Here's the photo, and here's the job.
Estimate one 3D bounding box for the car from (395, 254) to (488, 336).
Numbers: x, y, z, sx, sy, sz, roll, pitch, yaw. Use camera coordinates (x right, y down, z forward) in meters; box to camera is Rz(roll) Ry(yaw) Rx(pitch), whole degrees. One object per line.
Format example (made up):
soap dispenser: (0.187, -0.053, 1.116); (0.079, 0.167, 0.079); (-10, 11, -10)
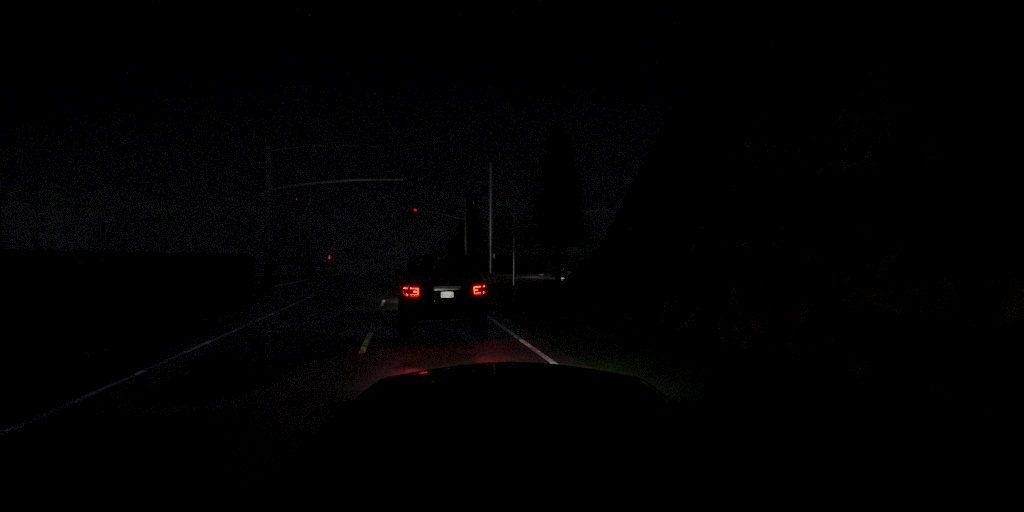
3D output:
car: (-2.230, 0.971, 10.718); (2.150, 2.045, 5.566); (0, 0, -16)

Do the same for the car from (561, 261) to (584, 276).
car: (6.659, 1.227, 35.261); (5.008, 1.535, 1.882); (0, 0, -19)
